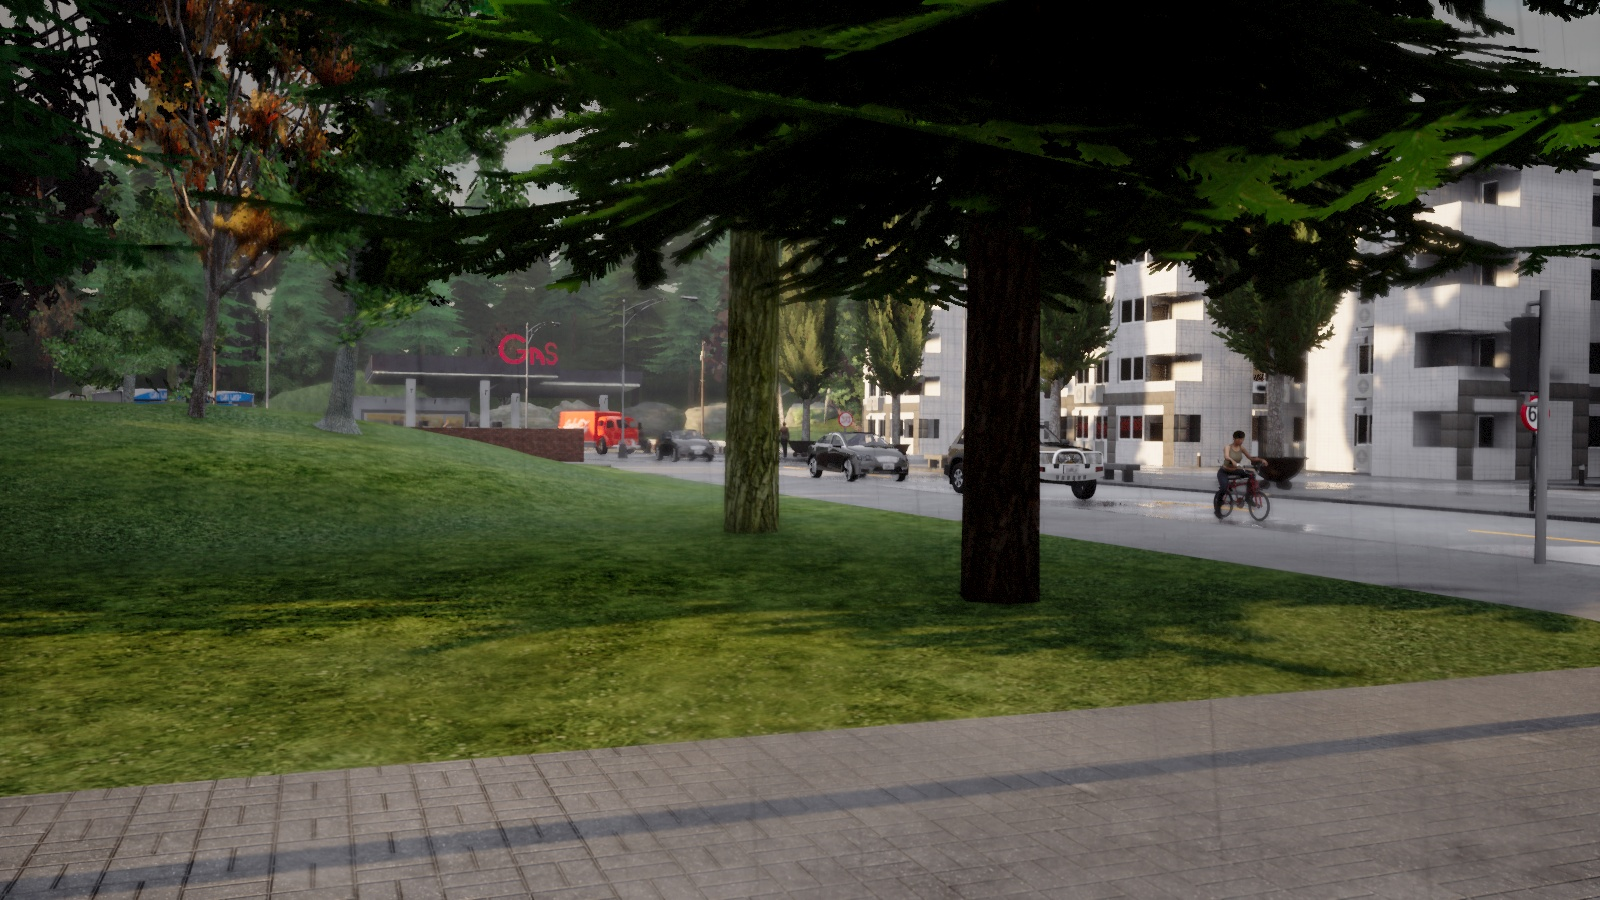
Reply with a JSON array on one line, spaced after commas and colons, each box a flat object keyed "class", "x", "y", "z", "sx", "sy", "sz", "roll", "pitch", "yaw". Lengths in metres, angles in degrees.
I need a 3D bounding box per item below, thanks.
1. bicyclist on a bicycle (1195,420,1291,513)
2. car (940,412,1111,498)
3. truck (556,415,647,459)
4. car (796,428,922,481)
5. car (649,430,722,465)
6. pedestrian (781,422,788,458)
[{"class": "bicyclist on a bicycle", "x": 8.000, "y": 0.278, "z": 22.736, "sx": 0.866, "sy": 1.612, "sz": 1.509, "roll": -1, "pitch": 1, "yaw": -20}, {"class": "car", "x": 5.250, "y": 0.071, "z": 29.922, "sx": 1.932, "sy": 1.855, "sz": 4.605, "roll": -1, "pitch": 1, "yaw": -21}, {"class": "truck", "x": -11.519, "y": -0.746, "z": 72.616, "sx": 5.204, "sy": 2.467, "sz": 2.627, "roll": 0, "pitch": 1, "yaw": 44}, {"class": "car", "x": 1.752, "y": 0.098, "z": 39.161, "sx": 2.128, "sy": 1.511, "sz": 4.902, "roll": -1, "pitch": 1, "yaw": -21}, {"class": "car", "x": -5.329, "y": -0.130, "z": 57.863, "sx": 2.128, "sy": 1.511, "sz": 4.902, "roll": -1, "pitch": 1, "yaw": -21}, {"class": "pedestrian", "x": -0.796, "y": -0.526, "z": 64.041, "sx": 0.328, "sy": 1.805, "sz": 0.869, "roll": -1, "pitch": 1, "yaw": -4}]
